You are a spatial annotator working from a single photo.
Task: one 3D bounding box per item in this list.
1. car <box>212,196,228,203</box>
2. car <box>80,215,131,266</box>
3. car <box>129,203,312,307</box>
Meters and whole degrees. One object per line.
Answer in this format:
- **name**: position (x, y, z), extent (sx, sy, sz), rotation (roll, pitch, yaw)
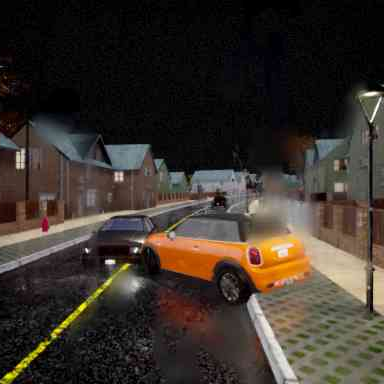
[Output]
- **car**: position (3.697, 1.281, 44.112), extent (1.812, 1.442, 4.674), rotation (0, 1, 11)
- **car**: position (-2.249, 1.531, 11.819), extent (2.033, 1.411, 5.357), rotation (0, 0, 0)
- **car**: position (0.524, 1.308, 8.383), extent (2.097, 1.767, 4.553), rotation (-2, 0, -38)
